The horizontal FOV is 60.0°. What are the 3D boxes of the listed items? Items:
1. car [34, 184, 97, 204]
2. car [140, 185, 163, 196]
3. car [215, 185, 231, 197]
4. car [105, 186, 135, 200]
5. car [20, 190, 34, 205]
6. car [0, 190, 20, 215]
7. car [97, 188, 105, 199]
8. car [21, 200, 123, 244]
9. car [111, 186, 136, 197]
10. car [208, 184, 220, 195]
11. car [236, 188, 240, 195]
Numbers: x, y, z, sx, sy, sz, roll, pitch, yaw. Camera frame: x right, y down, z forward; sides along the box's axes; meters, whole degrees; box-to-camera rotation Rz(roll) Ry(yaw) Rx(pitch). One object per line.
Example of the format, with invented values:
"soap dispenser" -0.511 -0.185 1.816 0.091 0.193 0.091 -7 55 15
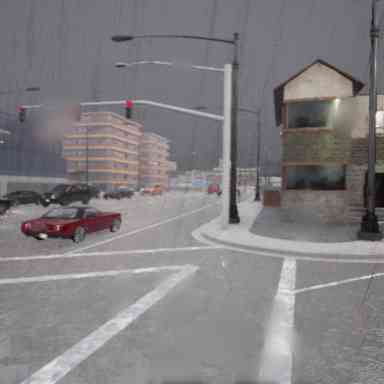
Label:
"car" -11.434 0.262 30.598 2.150 2.045 5.566 1 2 15
"car" -6.105 -0.329 50.451 2.097 1.767 4.553 1 2 15
"car" 5.299 0.035 52.096 1.895 1.301 4.718 1 1 15
"car" -8.804 0.192 40.513 2.033 1.411 5.357 1 3 15
"car" -15.276 0.557 29.770 1.812 1.442 4.674 1 2 15
"car" -13.906 0.820 21.264 2.128 1.511 4.902 1 2 15
"car" -12.726 0.012 39.363 2.097 1.767 4.553 1 3 14
"car" -4.737 1.237 14.032 1.895 1.301 4.718 1 2 15
"car" -10.058 -0.167 49.187 1.812 1.442 4.674 1 2 15
"car" 4.423 -0.502 62.807 2.150 2.045 5.566 1 0 15
"car" 7.742 -0.152 61.748 1.837 1.490 4.892 1 0 15
